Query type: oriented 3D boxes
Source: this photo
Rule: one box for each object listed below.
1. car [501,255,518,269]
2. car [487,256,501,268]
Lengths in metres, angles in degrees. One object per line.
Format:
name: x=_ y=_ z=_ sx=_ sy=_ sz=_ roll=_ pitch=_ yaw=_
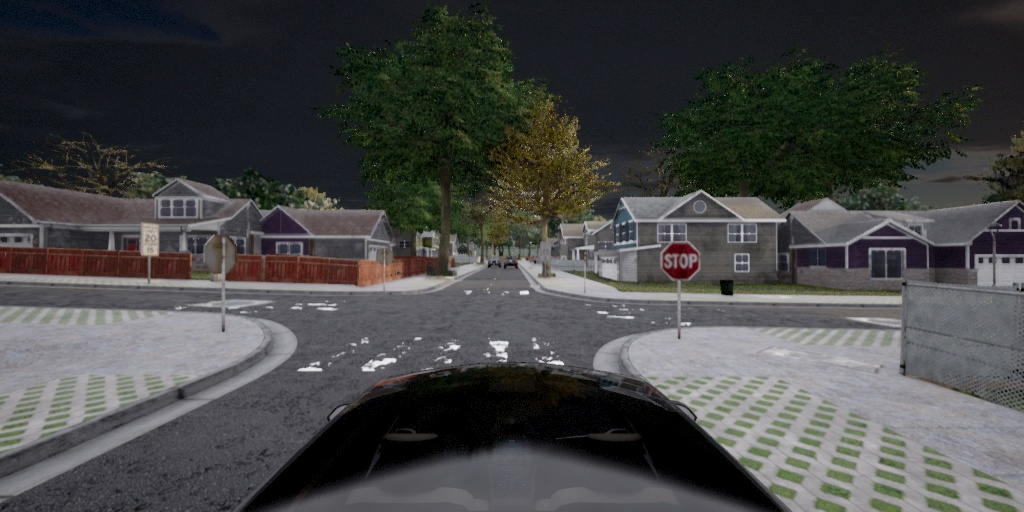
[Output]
car: x=-0.175 y=0.941 z=56.288 sx=2.150 sy=2.045 sz=5.566 roll=0 pitch=0 yaw=0
car: x=-2.941 y=0.938 z=61.225 sx=2.150 sy=2.045 sz=5.566 roll=0 pitch=0 yaw=0
